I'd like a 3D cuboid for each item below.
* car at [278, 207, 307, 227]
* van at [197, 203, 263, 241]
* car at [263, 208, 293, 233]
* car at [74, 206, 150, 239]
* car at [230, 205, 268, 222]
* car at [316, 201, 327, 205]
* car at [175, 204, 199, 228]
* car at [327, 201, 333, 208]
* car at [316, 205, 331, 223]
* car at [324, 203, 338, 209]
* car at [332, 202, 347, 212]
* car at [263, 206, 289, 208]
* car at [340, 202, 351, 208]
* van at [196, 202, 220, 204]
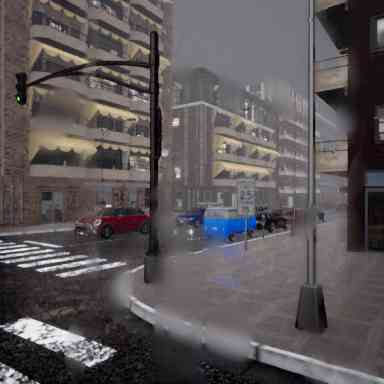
[{"bbox_3d":[8.532,2.158,27.893,1.802,1.307,4.206,-1,-2,35],"label":"car"},{"bbox_3d":[2.248,1.704,18.773,1.690,1.788,3.998,-1,-2,35],"label":"van"},{"bbox_3d":[5.322,2.035,23.380,1.947,1.339,4.313,-1,-2,35],"label":"car"},{"bbox_3d":[-4.530,1.639,19.396,2.097,1.767,4.553,0,-1,35],"label":"car"},{"bbox_3d":[5.933,2.140,34.136,1.837,1.490,4.892,0,-1,35],"label":"car"},{"bbox_3d":[24.175,2.889,64.287,1.802,1.307,4.206,-1,-2,35],"label":"car"},{"bbox_3d":[0.610,1.985,26.659,1.812,1.442,4.674,0,-1,36],"label":"car"},{"bbox_3d":[27.385,2.728,68.807,2.192,1.841,5.009,-1,-2,35],"label":"car"},{"bbox_3d":[11.743,2.233,32.409,2.008,1.369,4.403,-1,-2,35],"label":"car"},{"bbox_3d":[30.597,3.064,73.315,1.887,1.381,4.507,-1,-2,35],"label":"car"},{"bbox_3d":[25.948,2.723,56.769,1.837,1.490,4.892,0,-1,36],"label":"car"},{"bbox_3d":[6.423,2.062,29.316,2.128,1.511,4.902,0,-1,35],"label":"car"},{"bbox_3d":[40.132,3.375,86.722,1.752,1.417,4.829,-1,-2,35],"label":"car"},{"bbox_3d":[1.699,1.903,32.695,1.690,1.788,3.998,-1,-2,35],"label":"van"}]
